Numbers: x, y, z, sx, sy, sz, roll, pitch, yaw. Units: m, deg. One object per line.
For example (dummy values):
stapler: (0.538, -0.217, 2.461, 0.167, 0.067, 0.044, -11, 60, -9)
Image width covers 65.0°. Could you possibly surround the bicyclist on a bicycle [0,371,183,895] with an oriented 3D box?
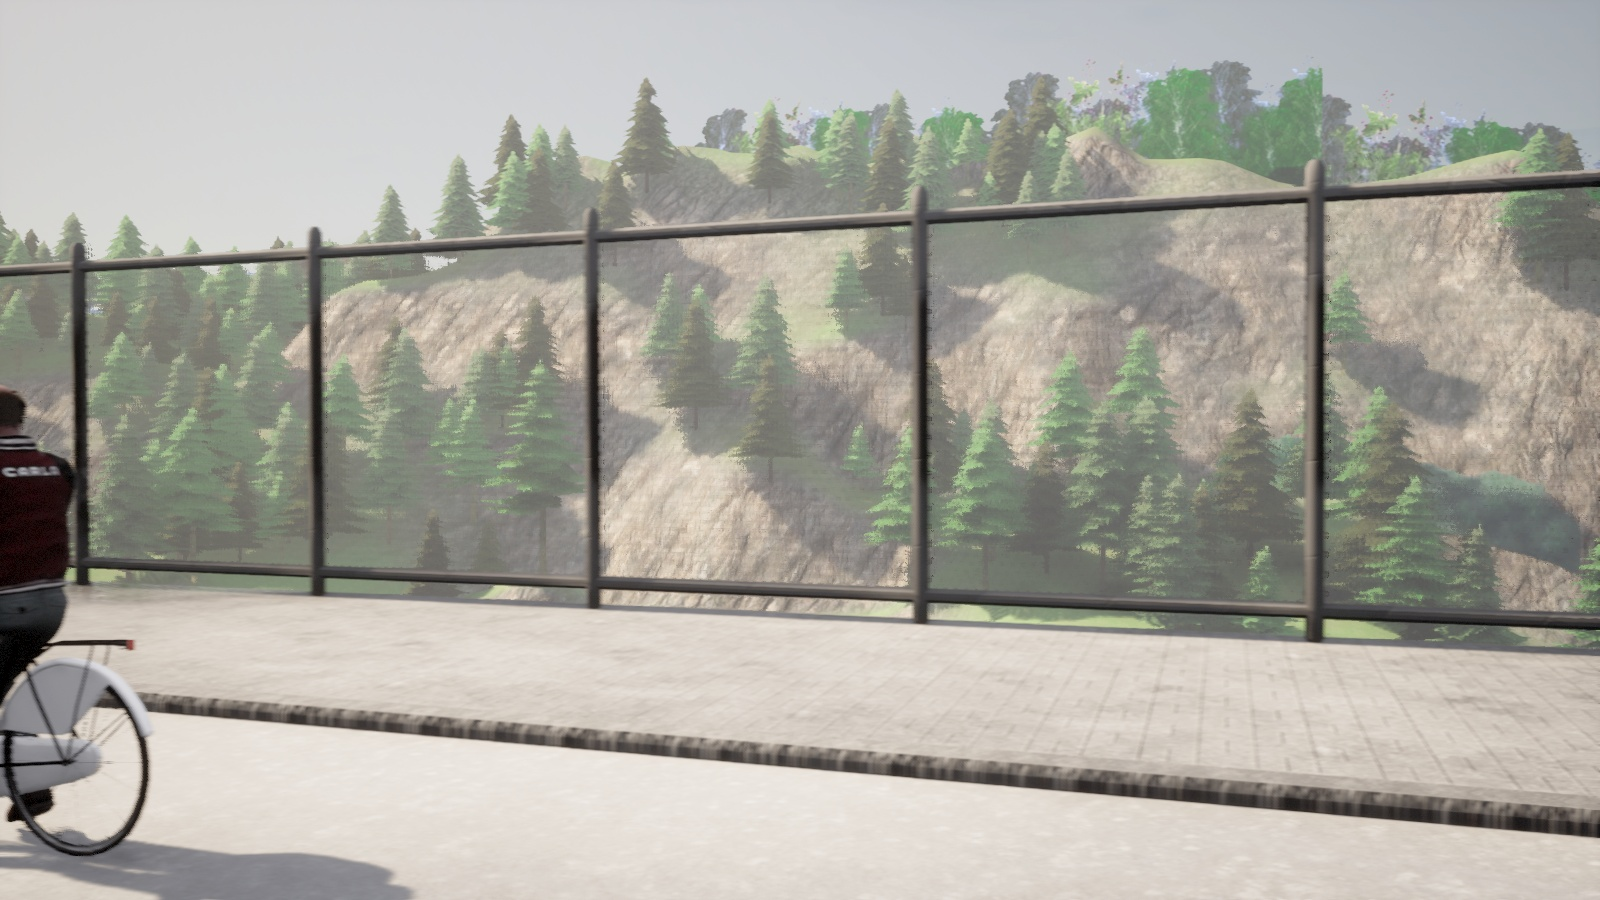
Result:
bicyclist on a bicycle: (-3.376, 0.607, 4.854, 1.843, 1.776, 0.659, 1, 1, 19)
